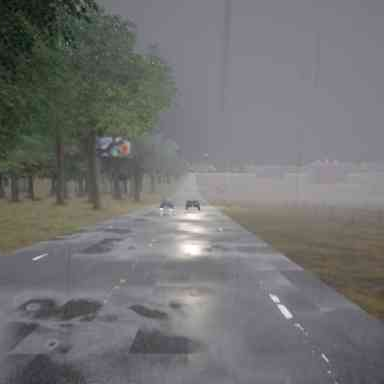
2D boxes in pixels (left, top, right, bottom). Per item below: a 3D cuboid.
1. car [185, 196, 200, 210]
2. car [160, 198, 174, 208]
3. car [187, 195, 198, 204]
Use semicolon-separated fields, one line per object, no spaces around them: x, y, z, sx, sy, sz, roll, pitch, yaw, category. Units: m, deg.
0.091;1.502;43.769;1.837;1.490;4.892;0;0;0;car
-3.513;1.537;48.092;2.033;1.411;5.357;0;0;0;car
0.083;1.419;62.527;2.128;1.511;4.902;0;0;0;car
